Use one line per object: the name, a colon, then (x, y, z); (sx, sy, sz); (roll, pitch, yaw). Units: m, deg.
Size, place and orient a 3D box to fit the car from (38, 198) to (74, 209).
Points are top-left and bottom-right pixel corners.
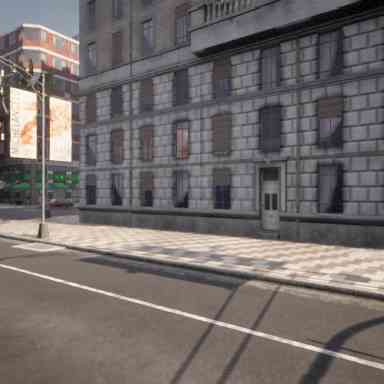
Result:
car: (-18.067, 1.526, 44.397); (1.812, 1.442, 4.674); (0, 0, 36)
